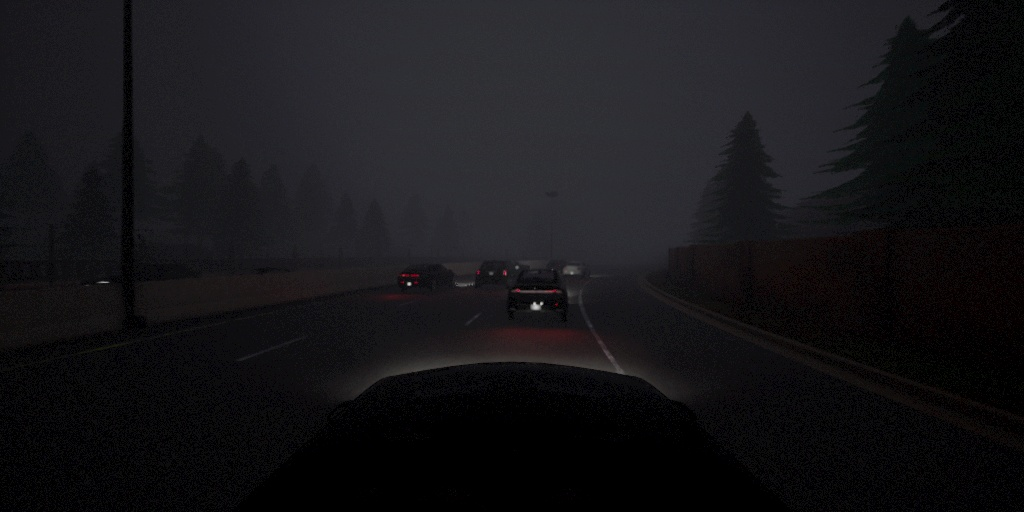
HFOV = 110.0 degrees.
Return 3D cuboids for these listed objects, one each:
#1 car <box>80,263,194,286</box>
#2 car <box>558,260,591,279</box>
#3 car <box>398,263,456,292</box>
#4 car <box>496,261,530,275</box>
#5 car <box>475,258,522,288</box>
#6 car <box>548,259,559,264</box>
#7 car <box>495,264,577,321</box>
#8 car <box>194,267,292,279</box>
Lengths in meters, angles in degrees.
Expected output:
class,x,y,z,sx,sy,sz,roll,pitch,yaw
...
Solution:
class,x,y,z,sx,sy,sz,roll,pitch,yaw
car,-19.497,1.144,19.178,1.837,1.490,4.892,0,0,10
car,5.721,1.176,31.633,1.812,1.442,4.674,0,0,20
car,-4.722,1.152,20.541,1.837,1.490,4.892,0,0,12
car,0.224,1.202,36.868,1.895,1.301,4.718,0,0,22
car,-0.713,1.010,22.435,2.097,1.767,4.553,0,0,13
car,5.188,1.119,39.462,1.837,1.490,4.892,0,0,24
car,0.950,1.201,12.377,2.128,1.511,4.902,0,0,7
car,-12.601,1.252,17.979,1.895,1.301,4.718,0,0,10
